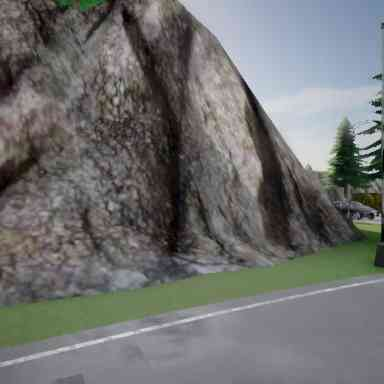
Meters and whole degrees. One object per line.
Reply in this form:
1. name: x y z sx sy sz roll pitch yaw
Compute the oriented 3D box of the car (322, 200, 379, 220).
1. car: 13.446 1.492 28.490 2.128 1.511 4.902 0 0 -25
